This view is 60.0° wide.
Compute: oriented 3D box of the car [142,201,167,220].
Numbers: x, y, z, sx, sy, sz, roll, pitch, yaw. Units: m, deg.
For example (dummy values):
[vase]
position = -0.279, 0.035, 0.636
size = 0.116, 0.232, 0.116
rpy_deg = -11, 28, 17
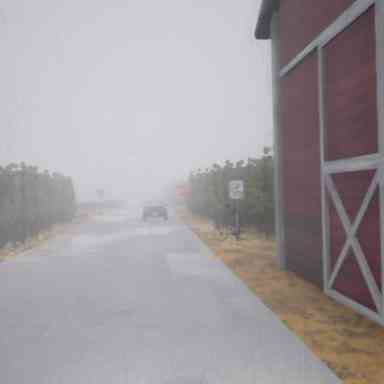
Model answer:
[car]
position = -2.986, 1.408, 26.654
size = 1.812, 1.442, 4.674
rpy_deg = -1, 1, -7

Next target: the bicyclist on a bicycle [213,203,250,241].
[bicyclist on a bicycle]
position = 1.712, 1.297, 14.382
size = 1.656, 1.620, 0.582
rpy_deg = -2, 0, -7
